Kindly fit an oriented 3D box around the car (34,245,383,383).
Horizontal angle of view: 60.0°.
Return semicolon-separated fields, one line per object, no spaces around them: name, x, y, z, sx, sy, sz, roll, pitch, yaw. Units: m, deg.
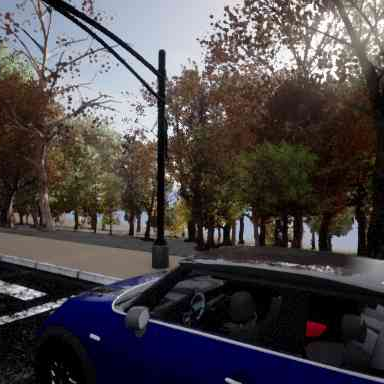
car;0.452;1.352;3.337;4.553;1.767;2.097;0;0;34
